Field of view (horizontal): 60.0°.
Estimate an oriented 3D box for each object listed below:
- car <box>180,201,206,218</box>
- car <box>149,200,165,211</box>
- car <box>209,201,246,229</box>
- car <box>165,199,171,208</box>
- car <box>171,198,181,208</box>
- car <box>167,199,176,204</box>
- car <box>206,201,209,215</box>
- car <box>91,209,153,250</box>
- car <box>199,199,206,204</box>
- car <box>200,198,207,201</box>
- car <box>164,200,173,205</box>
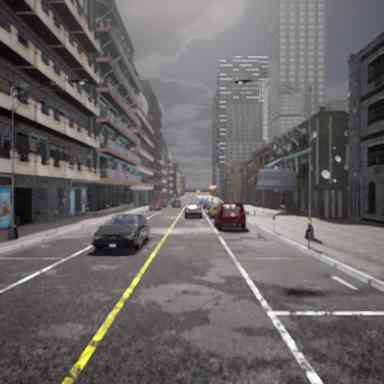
[{"bbox_3d":[0.140,1.964,35.337,2.033,1.411,5.357,0,-1,0],"label":"car"},{"bbox_3d":[-5.630,2.188,51.928,1.802,1.307,4.206,-1,-1,0],"label":"car"},{"bbox_3d":[2.672,1.601,24.067,2.192,1.841,5.009,-1,-1,0],"label":"car"},{"bbox_3d":[-5.615,2.276,63.088,1.887,1.381,4.507,-1,-1,0],"label":"car"},{"bbox_3d":[-2.917,2.254,64.413,1.837,1.490,4.892,0,-1,0],"label":"car"},{"bbox_3d":[-5.575,2.589,90.990,2.008,1.369,4.403,-1,-1,0],"label":"car"},{"bbox_3d":[2.716,1.942,35.394,1.752,1.417,4.829,-1,-1,0],"label":"car"},{"bbox_3d":[-3.079,1.733,15.600,2.033,1.411,5.357,0,-1,0],"label":"car"},{"bbox_3d":[2.805,2.583,91.020,1.887,1.381,4.507,-1,-1,0],"label":"car"},{"bbox_3d":[2.758,2.251,57.541,1.802,1.307,4.206,-1,-1,0],"label":"car"},{"bbox_3d":[-5.590,2.498,79.828,1.802,1.307,4.206,-1,-1,0],"label":"car"}]
